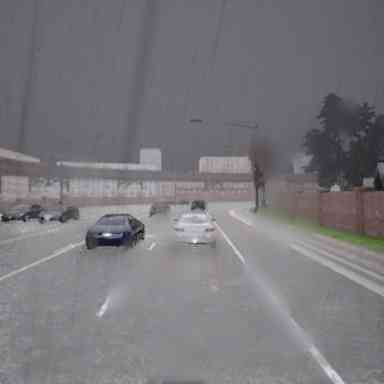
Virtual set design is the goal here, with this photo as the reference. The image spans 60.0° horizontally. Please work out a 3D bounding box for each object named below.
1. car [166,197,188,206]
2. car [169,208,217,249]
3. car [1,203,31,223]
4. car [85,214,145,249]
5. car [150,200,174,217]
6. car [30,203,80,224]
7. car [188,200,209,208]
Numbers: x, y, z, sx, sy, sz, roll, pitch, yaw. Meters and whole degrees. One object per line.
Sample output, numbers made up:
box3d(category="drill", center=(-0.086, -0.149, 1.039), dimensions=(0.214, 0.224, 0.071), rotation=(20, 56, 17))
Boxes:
box3d(category="car", center=(-2.517, 1.861, 66.521), dimensions=(2.097, 1.767, 4.553), rotation=(-1, -1, 31))
box3d(category="car", center=(0.114, 1.658, 15.164), dimensions=(1.812, 1.442, 4.674), rotation=(0, 0, 0))
box3d(category="car", center=(-14.029, 1.734, 28.069), dimensions=(1.837, 1.490, 4.892), rotation=(0, 0, 1))
box3d(category="car", center=(-3.383, 1.698, 15.313), dimensions=(1.994, 1.385, 4.181), rotation=(0, 0, 0))
box3d(category="car", center=(-3.336, 1.831, 35.364), dimensions=(2.033, 1.411, 5.357), rotation=(0, 0, 1))
box3d(category="car", center=(-10.540, 1.710, 26.715), dimensions=(2.128, 1.511, 4.902), rotation=(0, 0, 0))
box3d(category="car", center=(1.130, 1.834, 46.319), dimensions=(1.837, 1.490, 4.892), rotation=(-1, -1, 10))
